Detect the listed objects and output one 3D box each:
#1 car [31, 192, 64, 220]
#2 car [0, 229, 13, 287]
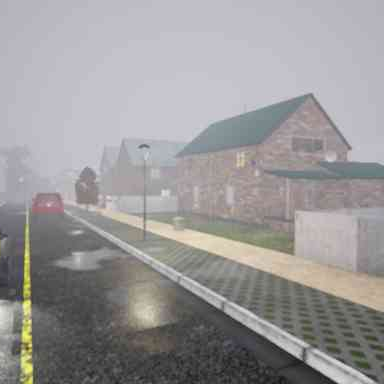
[{"bbox_3d":[-11.422,0.998,26.353,2.150,2.045,5.566,0,1,-25],"label":"car"},{"bbox_3d":[-5.716,1.490,8.437,1.994,1.385,4.181,0,1,-26],"label":"car"}]
